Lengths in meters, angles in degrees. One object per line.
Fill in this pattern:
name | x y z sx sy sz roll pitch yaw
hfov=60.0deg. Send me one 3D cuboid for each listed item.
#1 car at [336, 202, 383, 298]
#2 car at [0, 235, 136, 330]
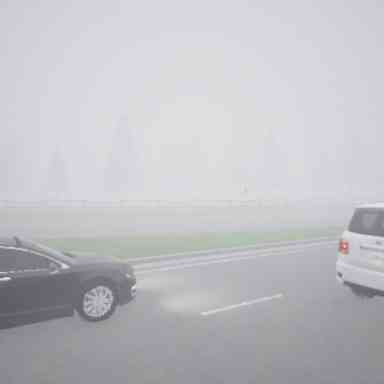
car | 5.503 1.219 7.156 5.566 2.045 2.150 0 0 -32
car | -3.318 1.490 5.544 4.892 1.490 1.837 0 0 -35
